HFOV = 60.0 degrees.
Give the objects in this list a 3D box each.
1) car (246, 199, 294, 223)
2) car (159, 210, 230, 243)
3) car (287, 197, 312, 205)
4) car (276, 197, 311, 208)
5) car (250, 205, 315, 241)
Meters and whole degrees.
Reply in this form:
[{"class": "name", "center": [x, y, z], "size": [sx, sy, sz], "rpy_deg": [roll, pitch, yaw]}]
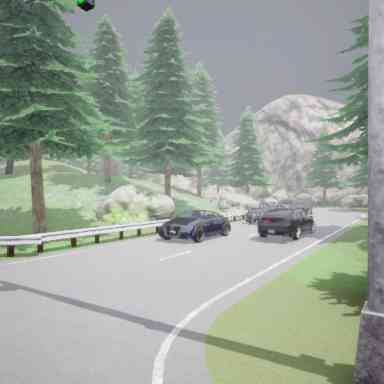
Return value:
[{"class": "car", "center": [5.648, 1.510, 24.801], "size": [2.128, 1.511, 4.902], "rpy_deg": [0, 0, 33]}, {"class": "car", "center": [0.223, 1.578, 16.466], "size": [1.994, 1.385, 4.181], "rpy_deg": [0, 0, 33]}, {"class": "car", "center": [11.003, 1.528, 33.503], "size": [1.837, 1.490, 4.892], "rpy_deg": [0, 0, 26]}, {"class": "car", "center": [15.534, 1.547, 51.218], "size": [2.128, 1.511, 4.902], "rpy_deg": [1, -1, -31]}, {"class": "car", "center": [4.931, 1.591, 17.100], "size": [1.837, 1.490, 4.892], "rpy_deg": [0, -1, 33]}]
